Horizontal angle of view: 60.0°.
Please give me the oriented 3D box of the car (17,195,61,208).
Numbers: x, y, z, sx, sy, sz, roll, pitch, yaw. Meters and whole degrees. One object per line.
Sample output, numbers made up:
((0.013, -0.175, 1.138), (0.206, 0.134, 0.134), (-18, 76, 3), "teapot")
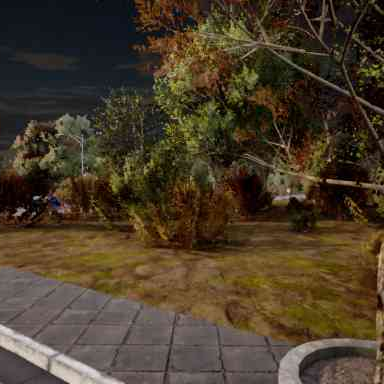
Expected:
((-20.038, 1.222, 43.862), (1.882, 1.535, 5.008), (0, 0, 32), "car")

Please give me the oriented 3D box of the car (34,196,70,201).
((-17.523, 1.247, 41.286), (1.882, 1.535, 5.008), (0, 0, 32), "car")
